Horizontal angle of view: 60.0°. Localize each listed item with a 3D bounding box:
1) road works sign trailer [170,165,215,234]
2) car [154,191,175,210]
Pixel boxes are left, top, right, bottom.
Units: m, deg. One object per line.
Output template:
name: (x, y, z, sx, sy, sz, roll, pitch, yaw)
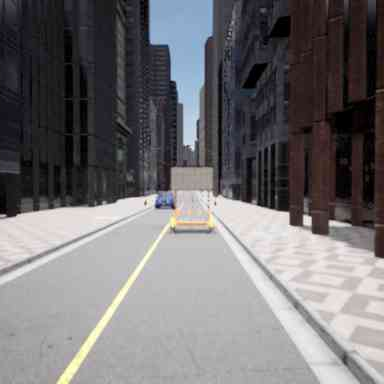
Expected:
road works sign trailer: (0.015, 0.338, 18.176, 2.380, 3.560, 2.880, 0, 0, 0)
car: (-3.104, 0.953, 39.323, 2.150, 2.045, 5.566, 0, 0, 0)
